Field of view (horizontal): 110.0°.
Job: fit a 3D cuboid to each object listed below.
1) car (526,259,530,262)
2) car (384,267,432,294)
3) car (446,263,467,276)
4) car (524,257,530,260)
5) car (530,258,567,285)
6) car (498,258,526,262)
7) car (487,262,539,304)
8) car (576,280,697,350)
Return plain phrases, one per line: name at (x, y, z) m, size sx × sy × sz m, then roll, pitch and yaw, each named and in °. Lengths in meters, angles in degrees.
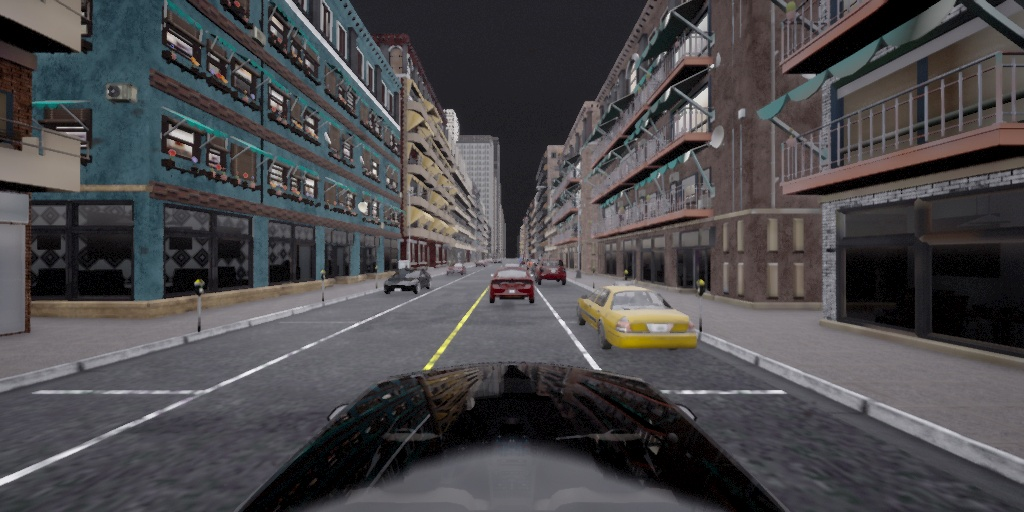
car at (2.691, 1.307, 37.094) m, size 2.007 × 1.370 × 4.403 m, roll 0°, pitch 0°, yaw 0°
car at (-5.690, 1.317, 20.043) m, size 1.948 × 1.339 × 4.313 m, roll 0°, pitch 0°, yaw 0°
car at (-5.690, 1.338, 37.091) m, size 1.802 × 1.307 × 4.207 m, roll 0°, pitch 0°, yaw 0°
car at (3.114, 1.115, 50.300) m, size 2.097 × 1.767 × 4.553 m, roll 0°, pitch 0°, yaw 0°
car at (2.691, 1.067, 25.729) m, size 2.192 × 1.841 × 5.009 m, roll 0°, pitch 0°, yaw 0°
car at (0.001, 1.240, 31.500) m, size 1.882 × 1.535 × 5.008 m, roll 0°, pitch 0°, yaw 0°
car at (0.001, 1.236, 16.500) m, size 1.882 × 1.535 × 5.008 m, roll 0°, pitch 0°, yaw 0°
car at (2.691, 1.274, 8.851) m, size 1.751 × 1.417 × 4.829 m, roll 0°, pitch 0°, yaw 0°
